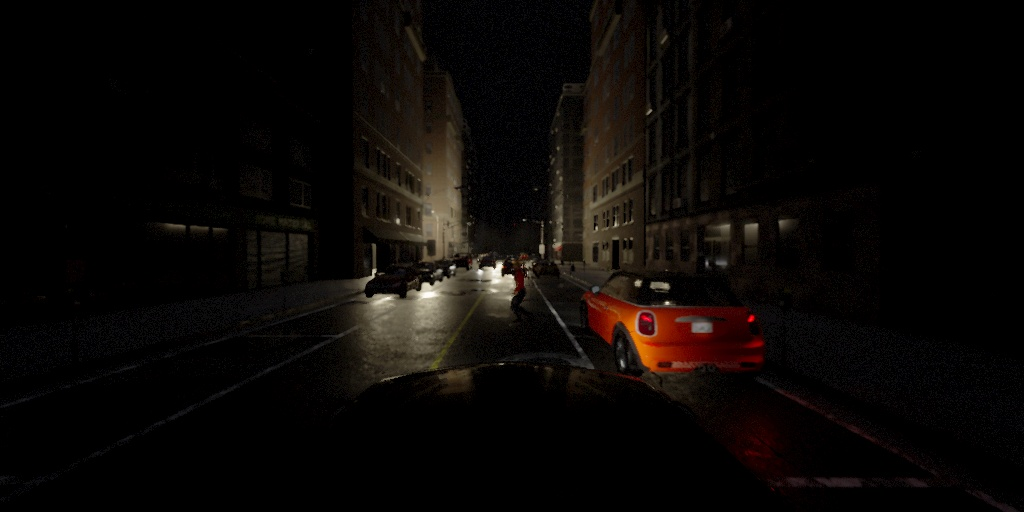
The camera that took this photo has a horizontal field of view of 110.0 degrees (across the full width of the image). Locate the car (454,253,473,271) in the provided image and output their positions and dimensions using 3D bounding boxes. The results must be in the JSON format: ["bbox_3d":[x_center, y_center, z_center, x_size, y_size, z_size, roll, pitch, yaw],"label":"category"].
[{"bbox_3d":[-5.325,0.550,38.372,2.192,1.841,5.009,0,0,0],"label":"car"}]

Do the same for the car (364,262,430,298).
[{"bbox_3d":[-5.362,1.126,16.722,1.802,1.307,4.207,0,0,0],"label":"car"}]

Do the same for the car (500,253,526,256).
[{"bbox_3d":[0.064,0.717,39.064,2.128,1.511,4.902,0,1,0],"label":"car"}]

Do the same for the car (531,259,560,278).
[{"bbox_3d":[2.682,0.916,27.695,1.751,1.417,4.829,0,0,0],"label":"car"}]

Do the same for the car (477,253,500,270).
[{"bbox_3d":[-2.712,0.730,40.515,1.812,1.442,4.674,0,1,1],"label":"car"}]

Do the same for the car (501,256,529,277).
[{"bbox_3d":[0.115,0.931,29.196,1.994,1.385,4.181,0,1,0],"label":"car"}]

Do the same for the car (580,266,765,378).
[{"bbox_3d":[2.759,1.024,7.323,2.097,1.767,4.553,0,1,0],"label":"car"}]

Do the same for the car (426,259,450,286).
[{"bbox_3d":[-5.353,1.018,22.135,2.007,1.370,4.403,0,0,0],"label":"car"}]

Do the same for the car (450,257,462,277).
[{"bbox_3d":[-5.344,0.941,27.547,2.007,1.370,4.403,0,0,0],"label":"car"}]

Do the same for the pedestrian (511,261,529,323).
[{"bbox_3d":[0.203,0.932,9.908,0.375,1.860,0.375,0,1,-5],"label":"pedestrian"}]
